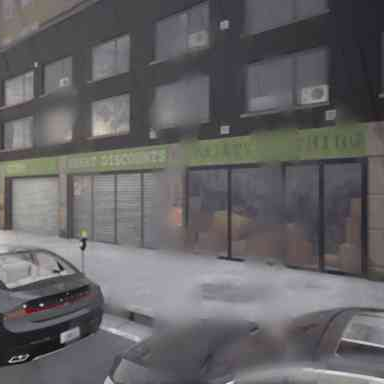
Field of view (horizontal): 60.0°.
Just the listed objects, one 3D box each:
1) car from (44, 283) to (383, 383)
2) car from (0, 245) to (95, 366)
[{"bbox_3d":[1.207,1.551,2.226,4.403,1.369,2.008,0,0,35],"label":"car"},{"bbox_3d":[-3.301,1.548,5.418,4.403,1.369,2.008,0,0,35],"label":"car"}]
